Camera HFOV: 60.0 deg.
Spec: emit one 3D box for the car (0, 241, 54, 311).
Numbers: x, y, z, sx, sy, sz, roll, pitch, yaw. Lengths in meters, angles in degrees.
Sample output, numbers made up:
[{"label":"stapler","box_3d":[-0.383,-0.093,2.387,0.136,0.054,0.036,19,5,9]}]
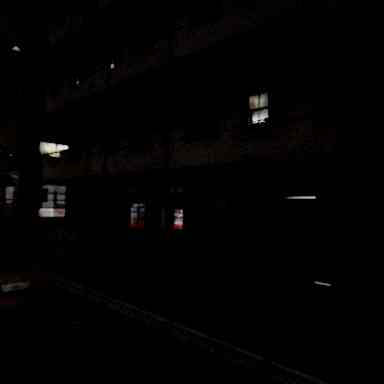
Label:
[{"label":"car","box_3d":[-4.795,1.656,7.526,4.829,1.417,1.752,0,-3,44]}]
